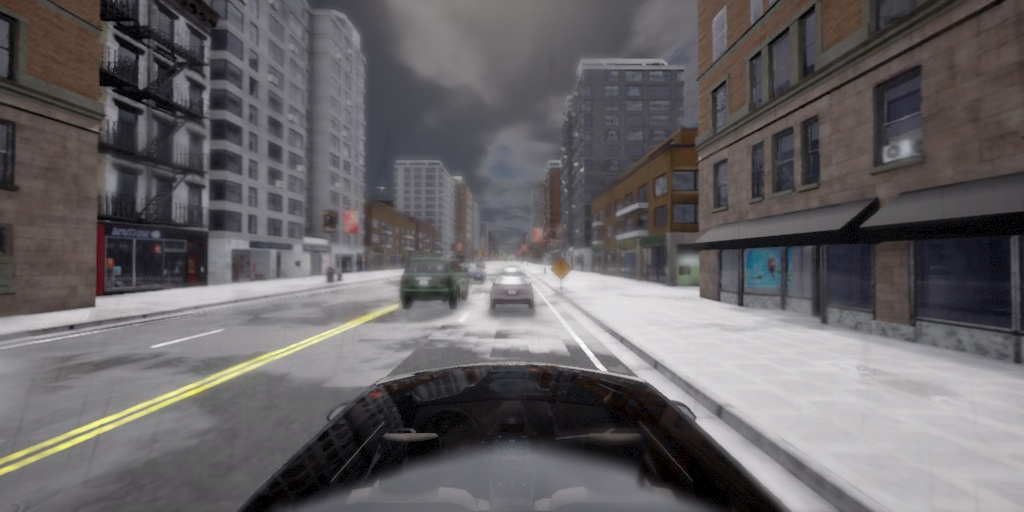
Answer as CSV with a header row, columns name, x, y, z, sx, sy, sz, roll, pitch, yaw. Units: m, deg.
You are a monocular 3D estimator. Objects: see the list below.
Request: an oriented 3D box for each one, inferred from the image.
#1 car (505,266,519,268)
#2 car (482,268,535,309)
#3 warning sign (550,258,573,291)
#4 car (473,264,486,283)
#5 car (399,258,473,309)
name,x,y,z,sx,sy,sz,roll,pitch,yaw
car,0.013,1.577,30.848,2.033,1.411,5.357,0,-1,0
car,0.007,1.432,15.849,2.033,1.411,5.357,0,-1,0
warning sign,2.858,1.047,20.745,1.300,1.860,1.060,0,0,0
car,-3.236,1.632,30.966,1.895,1.301,4.718,0,-1,0
car,-3.243,1.101,15.869,2.150,2.045,5.566,0,0,0
